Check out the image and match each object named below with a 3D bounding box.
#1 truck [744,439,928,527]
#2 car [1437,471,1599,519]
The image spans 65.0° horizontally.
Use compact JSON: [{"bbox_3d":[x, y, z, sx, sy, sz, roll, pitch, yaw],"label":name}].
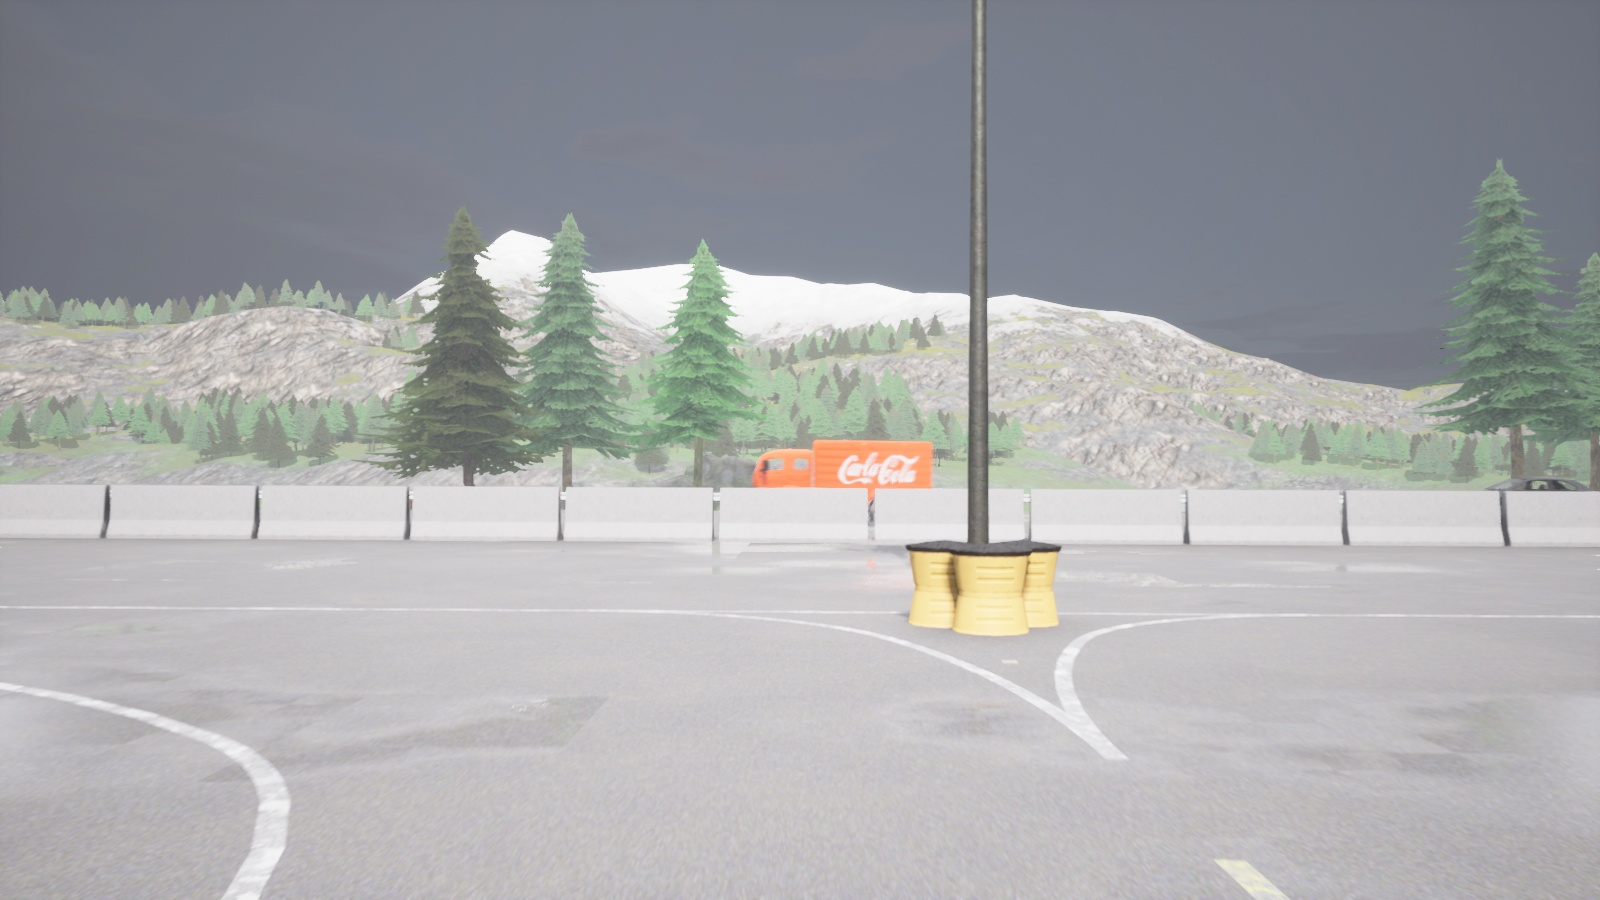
[{"bbox_3d":[1.040,0.948,36.781,5.204,2.467,2.627,0,-1,1],"label":"truck"},{"bbox_3d":[22.793,1.408,39.857,4.193,1.474,1.816,0,-1,1],"label":"car"}]
